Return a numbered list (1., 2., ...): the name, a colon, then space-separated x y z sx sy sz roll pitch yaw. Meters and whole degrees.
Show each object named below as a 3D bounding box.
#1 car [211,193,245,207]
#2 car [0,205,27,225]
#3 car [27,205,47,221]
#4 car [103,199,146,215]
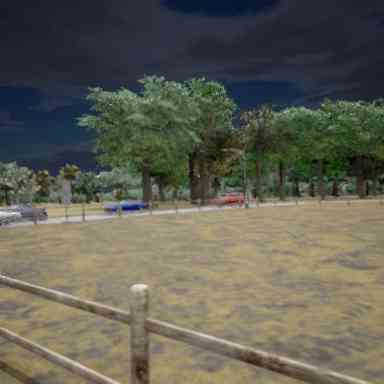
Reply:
1. car: 5.285 1.160 48.641 5.566 2.045 2.150 0 -2 -40
2. car: -13.873 1.684 21.974 1.895 1.301 4.718 -2 -1 34
3. car: -13.840 1.713 26.586 1.994 1.385 4.181 -2 -1 36
4. car: -7.163 1.567 35.547 1.882 1.535 5.008 -2 -1 39
